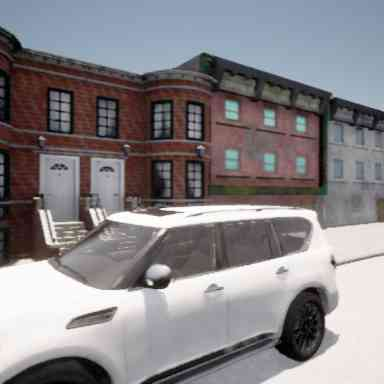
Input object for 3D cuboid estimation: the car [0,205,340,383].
[{"bbox_3d":[-0.299,1.229,4.396,5.566,2.045,2.150,0,0,-36],"label":"car"}]
